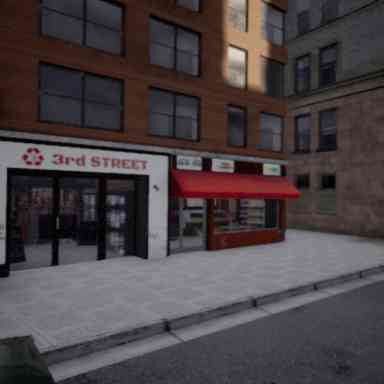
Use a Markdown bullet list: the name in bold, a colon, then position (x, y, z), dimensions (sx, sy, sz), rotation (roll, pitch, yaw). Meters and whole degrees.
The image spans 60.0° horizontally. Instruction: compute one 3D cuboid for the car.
- **car**: position (-2.970, 1.595, 1.263), dimensions (4.718, 1.301, 1.895), rotation (0, 0, -35)
